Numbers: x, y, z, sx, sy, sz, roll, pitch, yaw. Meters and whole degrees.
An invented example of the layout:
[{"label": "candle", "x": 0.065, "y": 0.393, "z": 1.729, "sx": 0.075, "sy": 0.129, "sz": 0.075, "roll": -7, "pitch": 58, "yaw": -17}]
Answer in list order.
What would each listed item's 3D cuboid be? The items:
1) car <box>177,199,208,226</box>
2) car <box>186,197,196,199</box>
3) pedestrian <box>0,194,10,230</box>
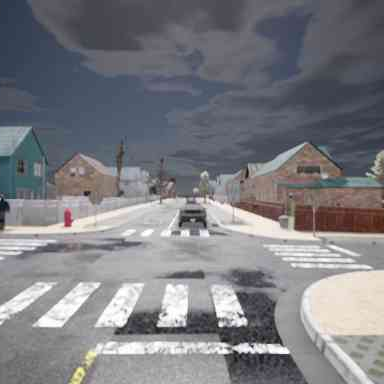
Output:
[{"label": "car", "x": 0.047, "y": 1.516, "z": 23.346, "sx": 1.837, "sy": 1.490, "sz": 4.892, "roll": 0, "pitch": 0, "yaw": 0}, {"label": "car", "x": -0.157, "y": 1.699, "z": 66.066, "sx": 1.994, "sy": 1.385, "sz": 4.181, "roll": 0, "pitch": 0, "yaw": 0}, {"label": "pedestrian", "x": -9.669, "y": 1.027, "z": 17.000, "sx": 0.375, "sy": 1.860, "sz": 0.375, "roll": 0, "pitch": -2, "yaw": 0}]
